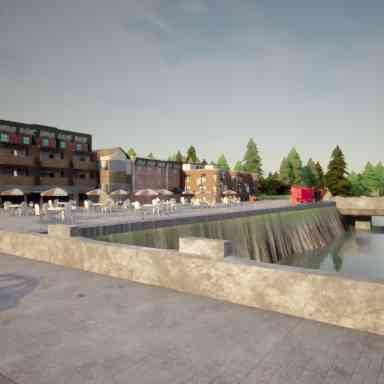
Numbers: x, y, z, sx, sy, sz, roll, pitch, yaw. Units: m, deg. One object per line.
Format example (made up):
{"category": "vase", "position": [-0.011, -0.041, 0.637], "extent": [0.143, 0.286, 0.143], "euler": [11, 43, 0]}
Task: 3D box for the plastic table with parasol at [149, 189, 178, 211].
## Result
{"category": "plastic table with parasol", "position": [-3.364, 0.925, 39.482], "extent": [2.482, 2.480, 2.482], "euler": [0, 0, 36]}
